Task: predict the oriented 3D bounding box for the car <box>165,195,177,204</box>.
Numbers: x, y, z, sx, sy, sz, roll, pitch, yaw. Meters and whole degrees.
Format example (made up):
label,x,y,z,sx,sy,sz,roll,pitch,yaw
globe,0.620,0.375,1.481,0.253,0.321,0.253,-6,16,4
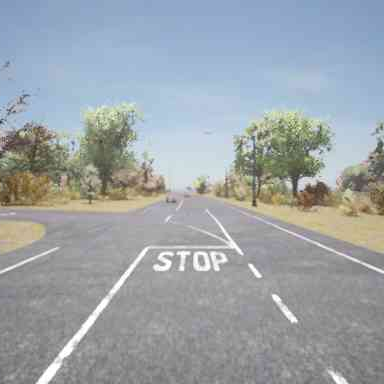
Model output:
label,x,y,z,sx,sy,sz,roll,pitch,yaw
car,-3.615,1.264,57.168,2.128,1.511,4.902,0,0,0
